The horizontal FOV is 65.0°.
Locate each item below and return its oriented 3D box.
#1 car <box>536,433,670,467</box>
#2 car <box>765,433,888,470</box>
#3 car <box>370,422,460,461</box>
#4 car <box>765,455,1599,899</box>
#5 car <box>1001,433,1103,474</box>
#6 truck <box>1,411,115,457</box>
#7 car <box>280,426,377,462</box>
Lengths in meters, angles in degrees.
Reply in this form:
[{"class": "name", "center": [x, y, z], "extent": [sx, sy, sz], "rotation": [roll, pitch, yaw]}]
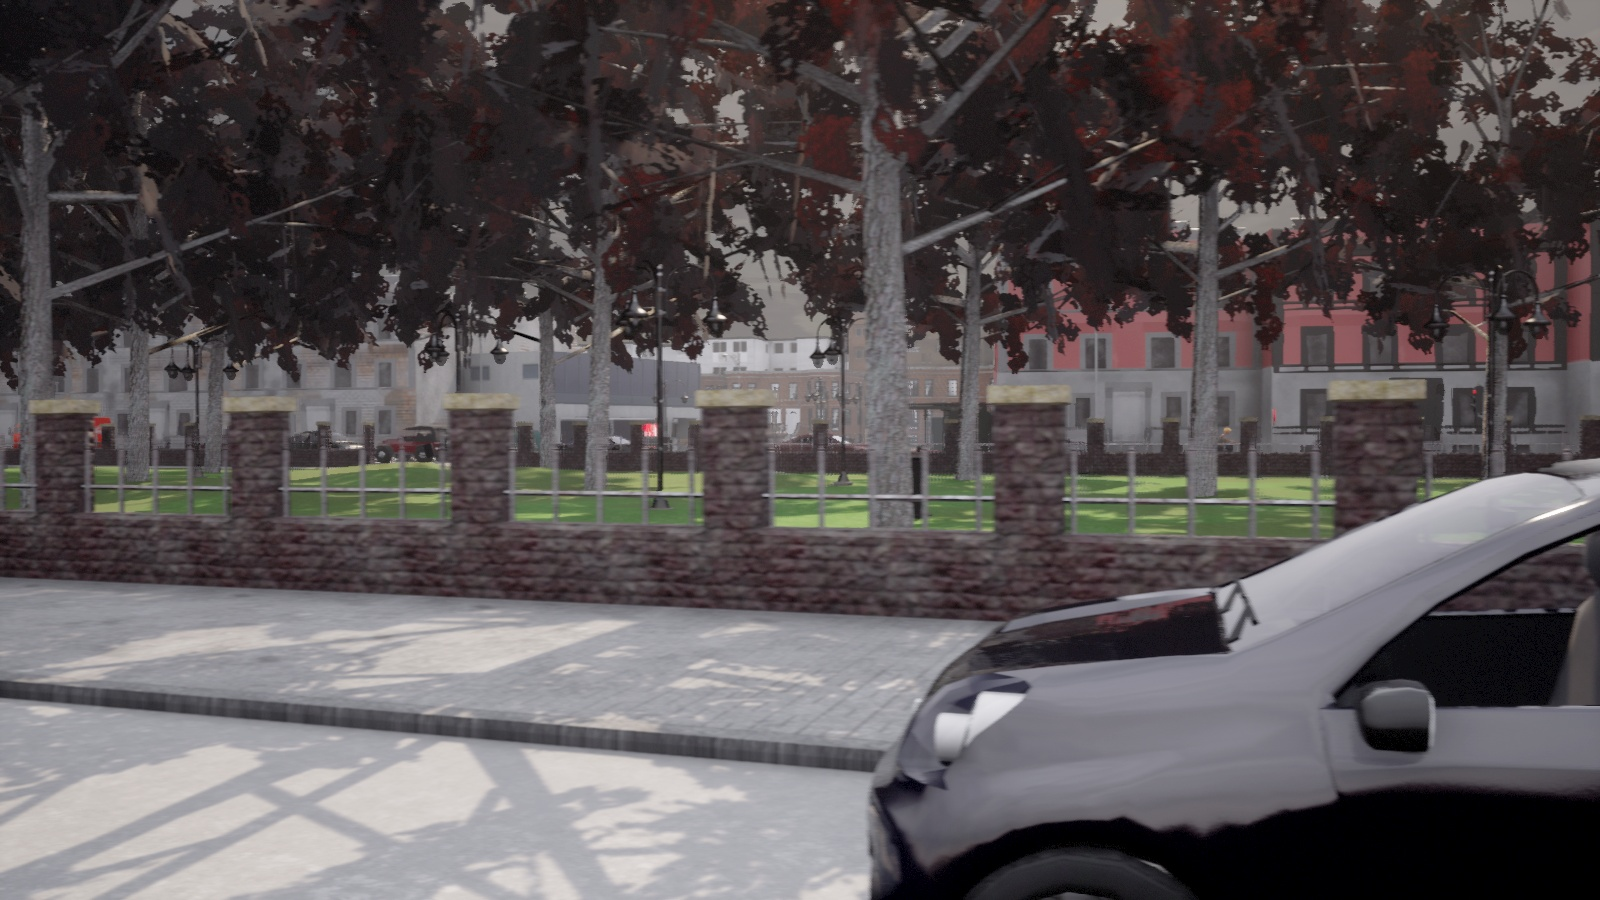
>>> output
[{"class": "car", "center": [-8.521, -0.023, 54.333], "extent": [5.357, 1.411, 2.033], "rotation": [1, 1, 19]}, {"class": "car", "center": [1.102, 0.041, 51.113], "extent": [4.674, 1.442, 1.812], "rotation": [1, 1, 18]}, {"class": "car", "center": [-19.040, -0.436, 62.066], "extent": [3.866, 1.878, 1.905], "rotation": [1, 1, 18]}, {"class": "car", "center": [1.928, 0.797, 3.142], "extent": [3.633, 1.501, 1.845], "rotation": [0, 1, 16]}, {"class": "car", "center": [9.705, 0.106, 48.234], "extent": [3.633, 1.501, 1.845], "rotation": [1, 1, 19]}, {"class": "truck", "center": [-40.945, -0.914, 69.362], "extent": [5.204, 2.467, 2.627], "rotation": [1, 1, 18]}, {"class": "car", "center": [-22.079, -0.293, 58.866], "extent": [3.988, 1.617, 1.851], "rotation": [1, 1, 18]}]
